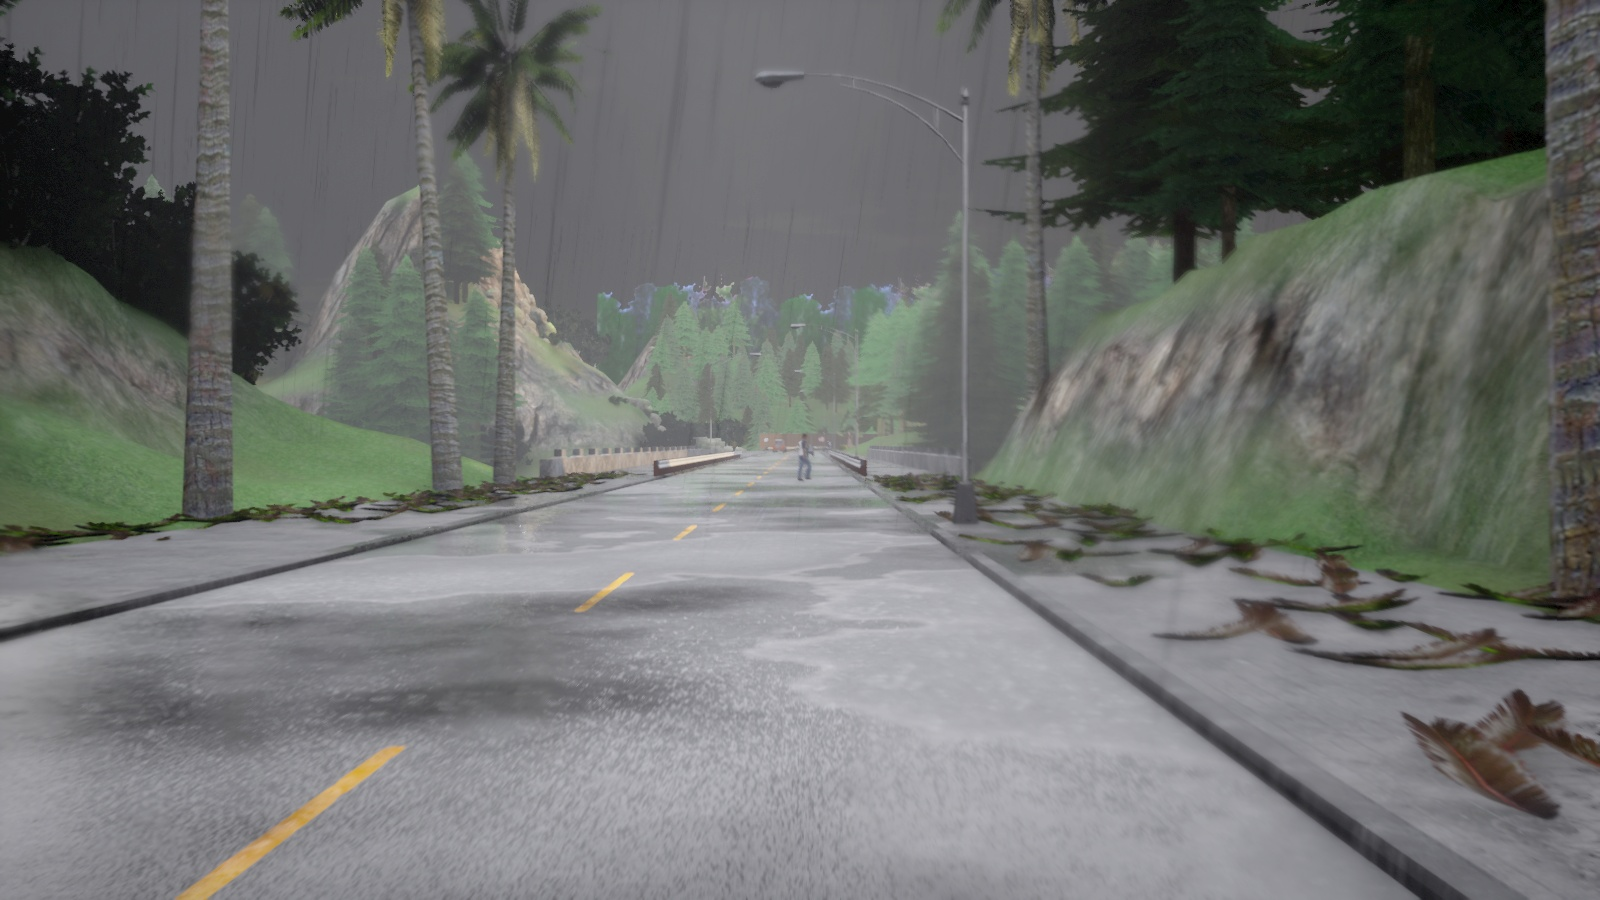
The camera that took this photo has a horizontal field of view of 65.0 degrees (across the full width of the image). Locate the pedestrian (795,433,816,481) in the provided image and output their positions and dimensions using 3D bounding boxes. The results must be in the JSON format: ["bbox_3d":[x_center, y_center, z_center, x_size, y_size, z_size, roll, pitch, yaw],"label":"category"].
[{"bbox_3d":[0.201,0.268,48.054,0.706,1.836,0.354,0,0,-22],"label":"pedestrian"}]
